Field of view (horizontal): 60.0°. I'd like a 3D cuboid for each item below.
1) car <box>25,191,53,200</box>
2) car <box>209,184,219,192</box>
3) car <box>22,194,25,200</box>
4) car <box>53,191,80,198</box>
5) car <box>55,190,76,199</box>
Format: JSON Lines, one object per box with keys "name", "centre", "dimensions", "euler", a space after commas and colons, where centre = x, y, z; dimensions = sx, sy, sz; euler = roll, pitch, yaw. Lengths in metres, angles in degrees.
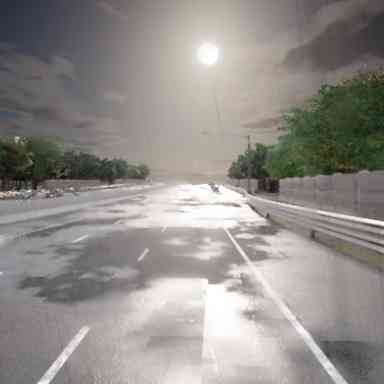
{"name": "car", "centre": [-20.179, 0.822, 45.035], "dimensions": [1.812, 1.442, 4.674], "euler": [0, 1, 3]}
{"name": "car", "centre": [6.351, -0.749, 90.376], "dimensions": [2.033, 1.411, 5.357], "euler": [0, 2, 2]}
{"name": "car", "centre": [-26.067, 0.526, 54.625], "dimensions": [2.128, 1.511, 4.902], "euler": [0, 2, -1]}
{"name": "car", "centre": [-16.669, 0.812, 45.308], "dimensions": [1.812, 1.442, 4.674], "euler": [0, 1, 3]}
{"name": "car", "centre": [-22.969, 0.437, 60.608], "dimensions": [1.994, 1.385, 4.181], "euler": [0, 2, 2]}
